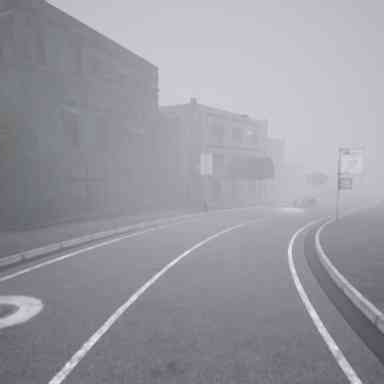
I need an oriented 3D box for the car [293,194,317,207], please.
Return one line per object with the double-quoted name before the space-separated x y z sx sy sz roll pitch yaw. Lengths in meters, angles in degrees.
"car" 14.035 1.032 41.231 2.128 1.511 4.902 4 3 35
